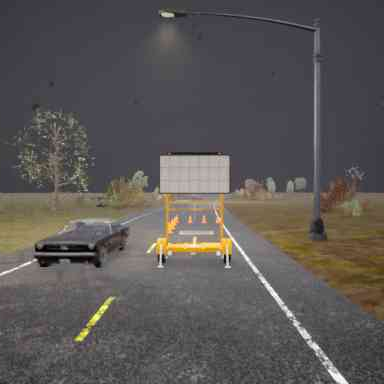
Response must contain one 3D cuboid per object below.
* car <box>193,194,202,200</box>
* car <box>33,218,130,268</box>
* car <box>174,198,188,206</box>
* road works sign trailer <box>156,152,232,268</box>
[{"bbox_3d":[1.590,1.191,91.132,2.150,2.045,5.566,0,0,6],"label":"car"},{"bbox_3d":[-3.481,1.600,11.380,1.895,1.301,4.718,0,0,1],"label":"car"},{"bbox_3d":[-1.773,1.589,53.462,1.895,1.301,4.718,0,0,4],"label":"car"},{"bbox_3d":[0.088,0.463,11.274,2.380,3.560,2.880,0,0,1],"label":"road works sign trailer"}]
